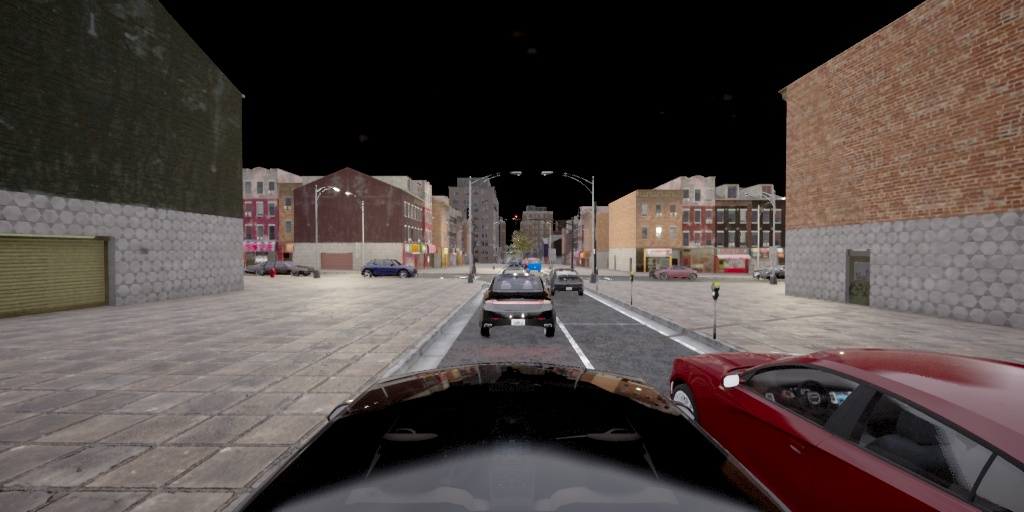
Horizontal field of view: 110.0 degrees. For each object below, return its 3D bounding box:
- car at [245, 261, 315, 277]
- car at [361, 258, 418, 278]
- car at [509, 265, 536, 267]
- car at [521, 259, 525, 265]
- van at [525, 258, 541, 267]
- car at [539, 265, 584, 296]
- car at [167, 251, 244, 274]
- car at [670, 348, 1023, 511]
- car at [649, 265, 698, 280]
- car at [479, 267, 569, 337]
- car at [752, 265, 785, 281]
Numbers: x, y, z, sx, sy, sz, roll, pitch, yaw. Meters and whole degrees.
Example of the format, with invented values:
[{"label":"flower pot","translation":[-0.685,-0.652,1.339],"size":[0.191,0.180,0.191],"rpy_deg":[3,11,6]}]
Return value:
[{"label":"car","translation":[-20.159,1.106,31.380],"size":[5.357,1.411,2.033],"rpy_deg":[1,1,0]},{"label":"car","translation":[-10.607,1.039,31.322],"size":[4.553,1.767,2.097],"rpy_deg":[1,1,0]},{"label":"car","translation":[0.222,1.369,20.335],"size":[1.895,1.301,4.718],"rpy_deg":[0,0,1]},{"label":"car","translation":[2.922,1.249,56.737],"size":[2.192,1.841,5.009],"rpy_deg":[0,0,0]},{"label":"van","translation":[2.867,1.210,46.156],"size":[1.690,1.789,3.998],"rpy_deg":[0,0,0]},{"label":"car","translation":[2.725,1.316,19.201],"size":[2.007,1.370,4.403],"rpy_deg":[0,0,0]},{"label":"car","translation":[-29.302,0.616,34.394],"size":[5.566,2.045,2.150],"rpy_deg":[1,1,0]},{"label":"car","translation":[2.637,1.294,2.326],"size":[1.888,1.381,4.507],"rpy_deg":[0,0,0]},{"label":"car","translation":[15.290,1.554,34.094],"size":[4.181,1.385,1.994],"rpy_deg":[1,1,0]},{"label":"car","translation":[0.143,1.243,10.292],"size":[2.128,1.511,4.902],"rpy_deg":[0,0,0]},{"label":"car","translation":[25.584,1.617,34.019],"size":[4.902,1.511,2.128],"rpy_deg":[1,1,0]}]
